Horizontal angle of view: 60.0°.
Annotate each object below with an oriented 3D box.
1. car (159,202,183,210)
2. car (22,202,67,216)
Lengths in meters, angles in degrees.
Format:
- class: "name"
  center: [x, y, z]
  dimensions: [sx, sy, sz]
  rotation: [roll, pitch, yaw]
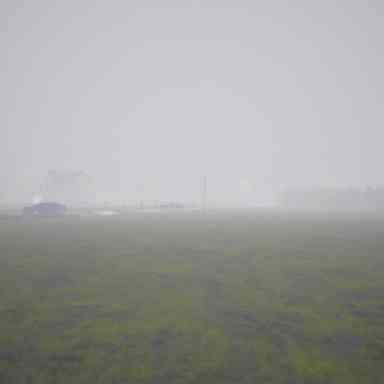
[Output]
- class: "car"
  center: [-3.610, 2.309, 57.333]
  dimensions: [1.895, 1.301, 4.718]
  rotation: [1, 0, 36]
- class: "car"
  center: [-16.992, 1.878, 38.518]
  dimensions: [1.882, 1.535, 5.008]
  rotation: [1, 0, 35]
